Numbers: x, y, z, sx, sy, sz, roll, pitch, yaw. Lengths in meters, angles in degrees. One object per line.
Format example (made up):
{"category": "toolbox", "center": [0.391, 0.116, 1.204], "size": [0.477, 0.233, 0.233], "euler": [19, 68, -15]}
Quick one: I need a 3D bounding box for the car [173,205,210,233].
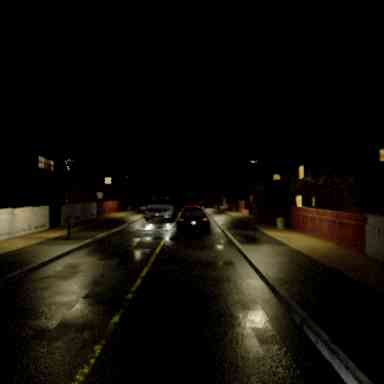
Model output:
{"category": "car", "center": [0.094, 1.722, 20.751], "size": [1.994, 1.385, 4.181], "euler": [0, 0, 0]}

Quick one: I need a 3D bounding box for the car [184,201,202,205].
{"category": "car", "center": [0.092, 1.824, 39.930], "size": [1.837, 1.490, 4.892], "euler": [0, 0, 0]}

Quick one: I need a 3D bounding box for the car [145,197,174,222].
{"category": "car", "center": [-2.756, 1.446, 29.090], "size": [2.150, 2.045, 5.566], "euler": [0, 0, 0]}
